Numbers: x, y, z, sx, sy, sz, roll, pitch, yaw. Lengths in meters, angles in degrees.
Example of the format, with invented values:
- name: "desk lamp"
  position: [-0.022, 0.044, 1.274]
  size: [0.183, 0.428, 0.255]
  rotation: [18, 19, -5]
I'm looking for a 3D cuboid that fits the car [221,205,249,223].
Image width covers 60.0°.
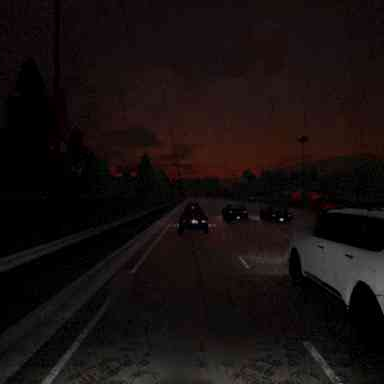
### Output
- name: "car"
  position: [3.599, 1.803, 28.268]
  size: [2.128, 1.511, 4.902]
  rotation: [0, -1, 0]

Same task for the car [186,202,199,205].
- name: "car"
  position: [0.096, 2.085, 47.386]
  size: [1.994, 1.385, 4.181]
  rotation: [0, -1, 0]

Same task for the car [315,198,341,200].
- name: "car"
  position: [14.098, 1.611, 35.261]
  size: [2.150, 2.045, 5.566]
  rotation: [0, 0, 0]

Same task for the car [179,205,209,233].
- name: "car"
  position: [0.099, 1.786, 21.609]
  size: [2.033, 1.411, 5.357]
  rotation: [0, -1, 0]

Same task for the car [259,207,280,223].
- name: "car"
  position: [7.097, 1.915, 28.567]
  size: [1.895, 1.301, 4.718]
  rotation: [0, -1, 0]

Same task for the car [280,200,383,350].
- name: "car"
  position: [3.601, 1.295, 6.471]
  size: [2.150, 2.045, 5.566]
  rotation: [0, 0, 0]

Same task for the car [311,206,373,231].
- name: "car"
  position: [10.598, 1.812, 24.031]
  size: [2.033, 1.411, 5.357]
  rotation: [0, -1, 0]

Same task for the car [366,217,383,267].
- name: "car"
  position: [7.099, 1.593, 9.063]
  size: [2.128, 1.511, 4.902]
  rotation: [0, -1, 0]
